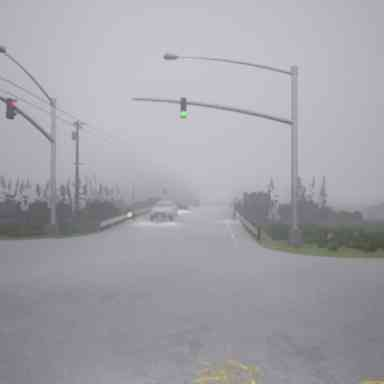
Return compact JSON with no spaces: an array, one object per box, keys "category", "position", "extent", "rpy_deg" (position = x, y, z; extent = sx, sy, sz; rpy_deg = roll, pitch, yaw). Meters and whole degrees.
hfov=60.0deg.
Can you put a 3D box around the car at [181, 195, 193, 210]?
[{"category":"car","position":[-1.405,1.376,38.498],"extent":[1.994,1.385,4.181],"rpy_deg":[0,0,6]}]

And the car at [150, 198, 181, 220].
[{"category":"car","position":[-2.348,1.520,28.526],"extent":[1.812,1.442,4.674],"rpy_deg":[0,2,5]}]

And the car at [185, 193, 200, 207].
[{"category":"car","position":[-0.159,1.211,49.001],"extent":[2.150,2.045,5.566],"rpy_deg":[0,-2,8]}]

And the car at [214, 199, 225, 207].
[{"category":"car","position":[5.507,2.229,66.225],"extent":[1.882,1.535,5.008],"rpy_deg":[0,-2,5]}]
